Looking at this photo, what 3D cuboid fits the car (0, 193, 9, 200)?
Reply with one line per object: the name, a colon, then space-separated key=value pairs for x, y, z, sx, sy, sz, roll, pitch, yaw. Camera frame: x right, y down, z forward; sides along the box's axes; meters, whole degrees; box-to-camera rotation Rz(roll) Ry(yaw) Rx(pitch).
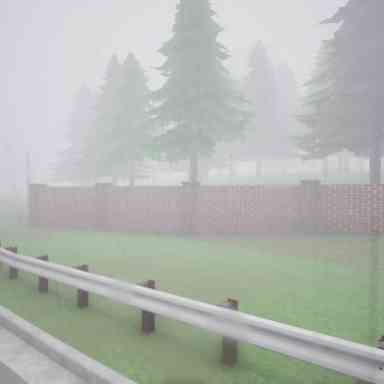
car: x=-44.195 y=1.383 z=76.752 sx=1.994 sy=1.385 sz=4.181 roll=0 pitch=0 yaw=-22
